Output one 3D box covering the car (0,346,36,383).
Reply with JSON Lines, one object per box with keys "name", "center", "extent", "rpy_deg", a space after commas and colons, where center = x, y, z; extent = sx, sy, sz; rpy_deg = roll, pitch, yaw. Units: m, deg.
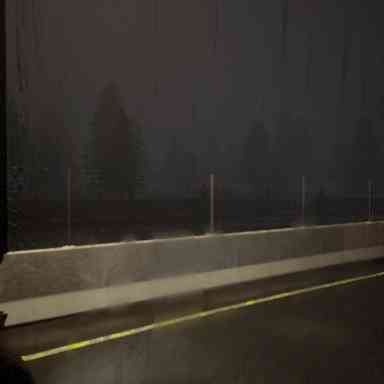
{"name": "car", "center": [-3.217, 1.498, 1.302], "extent": [4.892, 1.490, 1.837], "rpy_deg": [0, 0, -37]}
